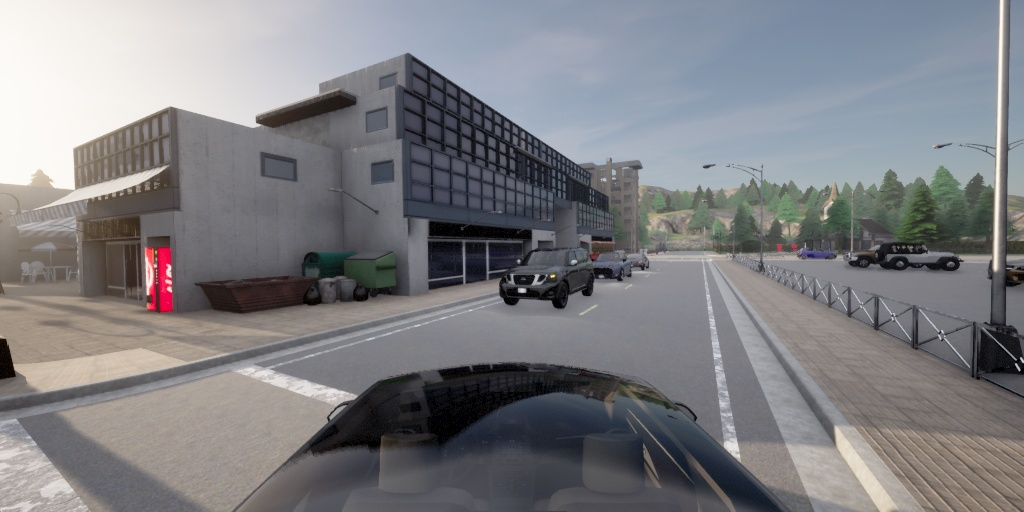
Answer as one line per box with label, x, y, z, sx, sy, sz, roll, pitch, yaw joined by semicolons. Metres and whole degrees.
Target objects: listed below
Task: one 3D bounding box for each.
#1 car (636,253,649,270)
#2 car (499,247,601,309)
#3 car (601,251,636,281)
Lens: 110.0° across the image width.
car;10.959;0.446;31.715;1.812;1.442;4.674;0;2;28
car;1.607;0.686;13.959;2.150;2.045;5.566;0;1;28
car;6.188;0.550;22.663;2.097;1.767;4.553;0;2;28
